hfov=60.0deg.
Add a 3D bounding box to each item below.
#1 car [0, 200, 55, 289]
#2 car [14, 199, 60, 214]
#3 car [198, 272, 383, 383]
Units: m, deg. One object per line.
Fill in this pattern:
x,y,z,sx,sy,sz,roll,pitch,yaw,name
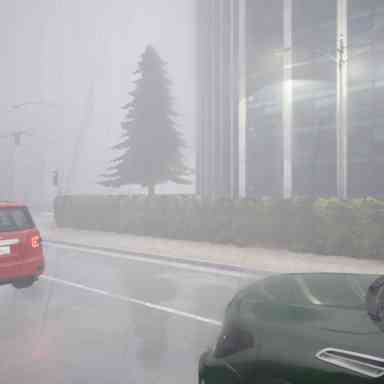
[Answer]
-5.762,1.221,8.033,5.566,2.045,2.150,0,0,38,car
-17.214,1.564,37.021,1.994,1.385,4.181,0,0,36,car
2.711,1.221,2.057,5.566,2.045,2.150,0,0,36,car
